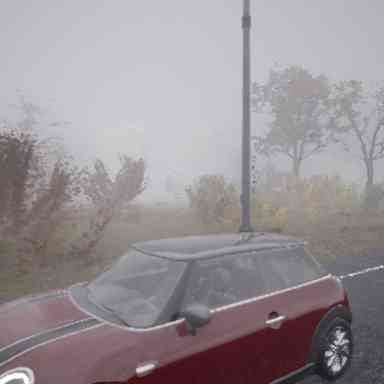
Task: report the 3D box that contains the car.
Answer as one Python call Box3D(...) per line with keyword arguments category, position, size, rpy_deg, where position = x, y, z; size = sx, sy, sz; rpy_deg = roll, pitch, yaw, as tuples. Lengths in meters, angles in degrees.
Box3D(category="car", position=(-0.165, 1.358, 3.875), size=(4.553, 1.767, 2.097), rpy_deg=(0, 0, -35))
